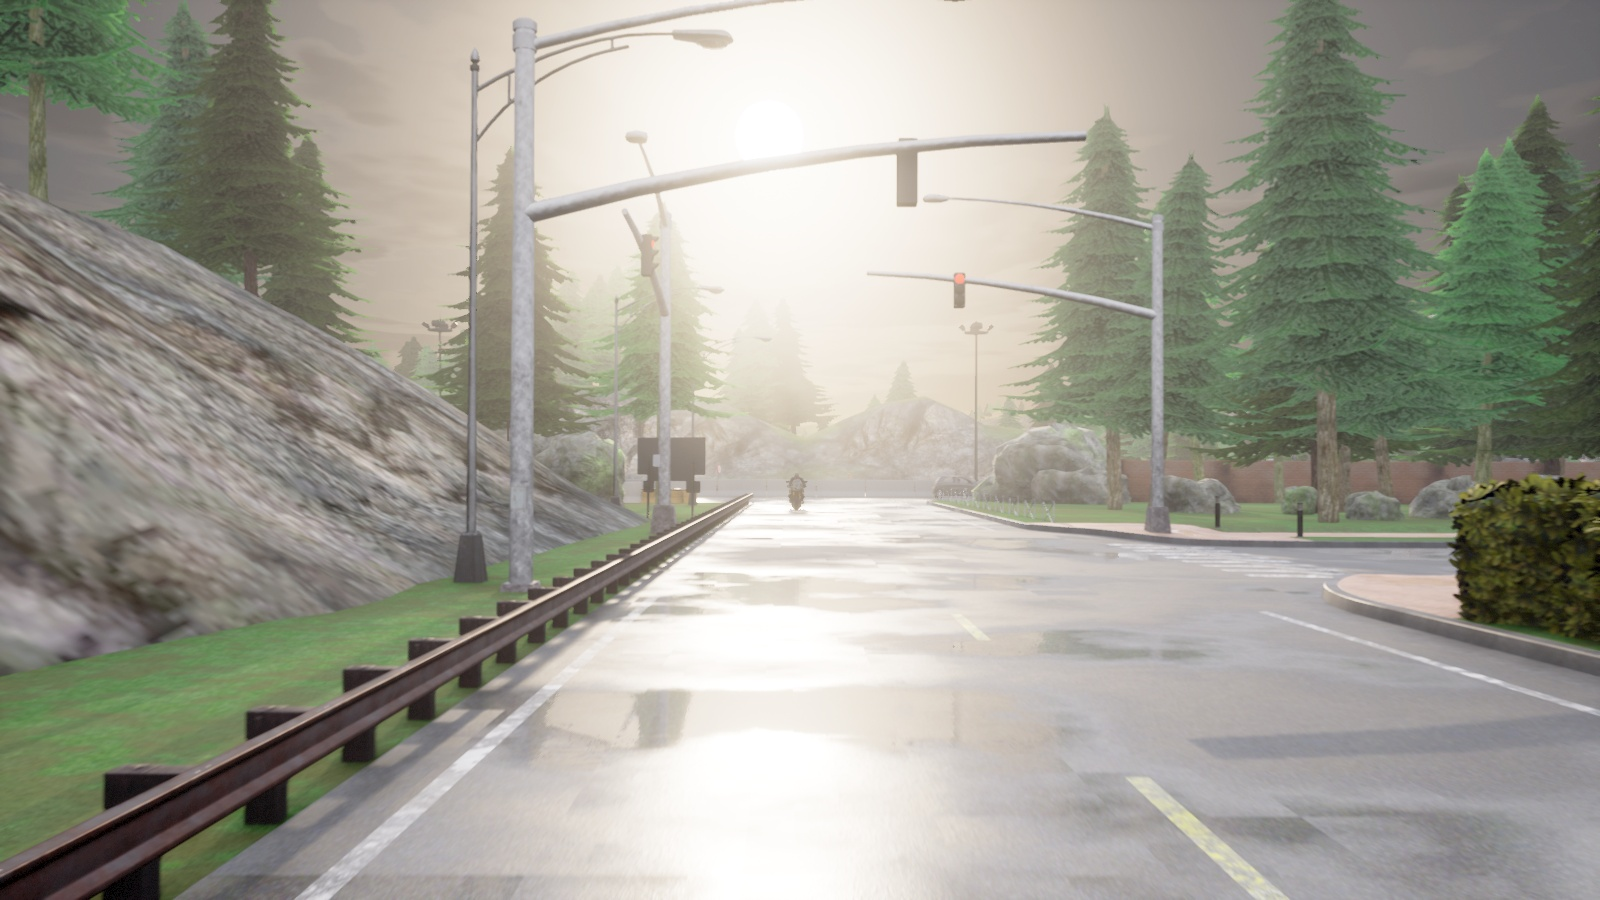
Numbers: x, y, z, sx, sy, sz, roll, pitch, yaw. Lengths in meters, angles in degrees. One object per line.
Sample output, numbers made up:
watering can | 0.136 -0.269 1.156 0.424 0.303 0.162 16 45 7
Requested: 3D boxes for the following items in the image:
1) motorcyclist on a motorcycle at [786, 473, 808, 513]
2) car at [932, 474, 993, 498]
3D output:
motorcyclist on a motorcycle | -0.120 1.685 49.863 0.866 1.530 2.191 0 -1 0
car | 10.421 2.335 80.780 3.633 1.501 1.845 0 -1 -1
